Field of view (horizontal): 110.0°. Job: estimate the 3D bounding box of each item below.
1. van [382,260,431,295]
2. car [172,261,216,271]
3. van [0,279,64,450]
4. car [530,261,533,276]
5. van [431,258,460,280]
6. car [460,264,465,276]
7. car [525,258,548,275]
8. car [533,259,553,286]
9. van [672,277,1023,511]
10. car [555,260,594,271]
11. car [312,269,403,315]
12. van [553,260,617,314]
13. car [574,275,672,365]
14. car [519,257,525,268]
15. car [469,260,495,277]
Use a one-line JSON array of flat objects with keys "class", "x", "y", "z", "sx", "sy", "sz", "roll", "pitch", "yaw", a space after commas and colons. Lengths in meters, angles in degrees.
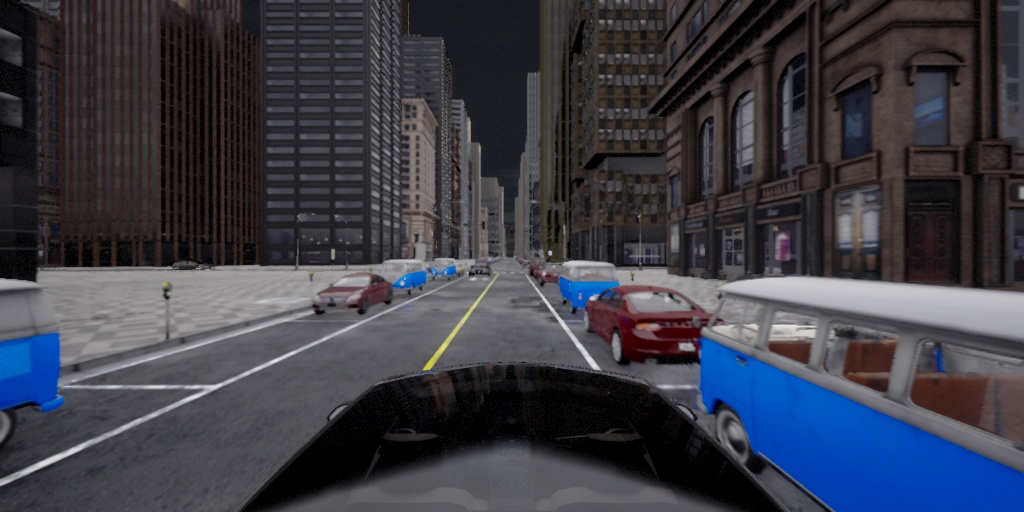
[{"class": "van", "x": -5.771, "y": 1.092, "z": 19.240, "sx": 1.690, "sy": 1.789, "sz": 3.998, "roll": 0, "pitch": 0, "yaw": 0}, {"class": "car", "x": -42.634, "y": 1.383, "z": 48.089, "sx": 4.892, "sy": 1.490, "sz": 1.837, "roll": 0, "pitch": 0, "yaw": 0}, {"class": "van", "x": -5.763, "y": 1.090, "z": 2.208, "sx": 1.690, "sy": 1.789, "sz": 3.998, "roll": 0, "pitch": 0, "yaw": 0}, {"class": "car", "x": 2.749, "y": 1.337, "z": 30.608, "sx": 1.802, "sy": 1.307, "sz": 4.207, "roll": 0, "pitch": 0, "yaw": 0}, {"class": "van", "x": -5.776, "y": 1.095, "z": 30.594, "sx": 1.690, "sy": 1.789, "sz": 3.998, "roll": 0, "pitch": 0, "yaw": 0}, {"class": "car", "x": -5.778, "y": 1.281, "z": 36.102, "sx": 1.751, "sy": 1.417, "sz": 4.829, "roll": 0, "pitch": 0, "yaw": 0}, {"class": "car", "x": 2.747, "y": 1.071, "z": 36.286, "sx": 2.192, "sy": 1.841, "sz": 5.009, "roll": 0, "pitch": 0, "yaw": 0}, {"class": "car", "x": 2.752, "y": 1.193, "z": 24.931, "sx": 1.967, "sy": 1.591, "sz": 4.097, "roll": 0, "pitch": 0, "yaw": 0}, {"class": "van", "x": 2.762, "y": 1.091, "z": 2.221, "sx": 1.690, "sy": 1.789, "sz": 3.998, "roll": 0, "pitch": 0, "yaw": 0}, {"class": "car", "x": 8.331, "y": 1.284, "z": 48.325, "sx": 4.892, "sy": 1.490, "sz": 1.837, "roll": 0, "pitch": 0, "yaw": 0}, {"class": "car", "x": -5.768, "y": 1.332, "z": 13.562, "sx": 1.802, "sy": 1.307, "sz": 4.207, "roll": 0, "pitch": 0, "yaw": 0}, {"class": "van", "x": 2.757, "y": 1.092, "z": 13.576, "sx": 1.690, "sy": 1.789, "sz": 3.998, "roll": 0, "pitch": 0, "yaw": 0}, {"class": "car", "x": 2.760, "y": 1.296, "z": 7.898, "sx": 1.888, "sy": 1.381, "sz": 4.507, "roll": 0, "pitch": 0, "yaw": 0}, {"class": "car", "x": 2.735, "y": 1.318, "z": 63.259, "sx": 2.007, "sy": 1.370, "sz": 4.403, "roll": 0, "pitch": 0, "yaw": 0}, {"class": "car", "x": -3.063, "y": 1.320, "z": 35.310, "sx": 1.994, "sy": 1.385, "sz": 4.181, "roll": 0, "pitch": 0, "yaw": 0}]
